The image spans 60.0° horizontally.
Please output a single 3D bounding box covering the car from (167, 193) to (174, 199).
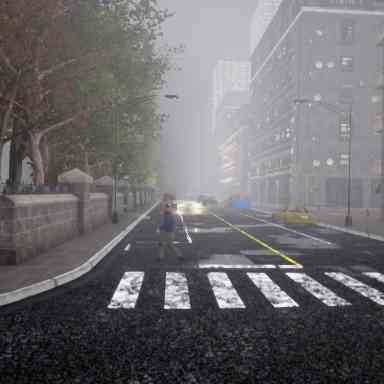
[{"bbox_3d":[-5.651,0.999,88.045,1.947,1.339,4.313,1,0,-3],"label":"car"}]

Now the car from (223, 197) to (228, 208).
[{"bbox_3d":[5.355,1.261,44.317,1.967,1.590,4.097,1,0,-3],"label":"car"}]

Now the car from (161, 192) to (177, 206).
[{"bbox_3d":[-3.336,0.953,49.343,2.192,1.841,5.009,1,0,-3],"label":"car"}]

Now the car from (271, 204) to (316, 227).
[{"bbox_3d":[6.662,1.470,22.371,1.752,1.417,4.829,1,0,-3],"label":"car"}]

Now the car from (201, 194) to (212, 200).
[{"bbox_3d":[3.373,1.193,77.490,2.008,1.369,4.403,1,0,-3],"label":"car"}]

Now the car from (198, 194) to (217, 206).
[{"bbox_3d":[2.516,1.242,48.349,2.128,1.511,4.902,1,0,-3],"label":"car"}]

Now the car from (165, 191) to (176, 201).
[{"bbox_3d":[-4.655,0.833,71.458,2.192,1.841,5.009,1,0,-3],"label":"car"}]

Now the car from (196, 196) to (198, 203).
[{"bbox_3d":[1.862,1.217,59.248,1.812,1.442,4.674,1,0,-3],"label":"car"}]

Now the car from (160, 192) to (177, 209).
[{"bbox_3d":[-2.679,1.139,38.286,1.967,1.590,4.097,1,0,-3],"label":"car"}]

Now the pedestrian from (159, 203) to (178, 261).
[{"bbox_3d":[-0.712,1.160,9.998,0.375,1.860,0.375,1,0,-3],"label":"pedestrian"}]

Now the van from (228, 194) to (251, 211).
[{"bbox_3d":[5.687,1.192,38.788,1.690,1.788,3.998,1,0,-3],"label":"van"}]
